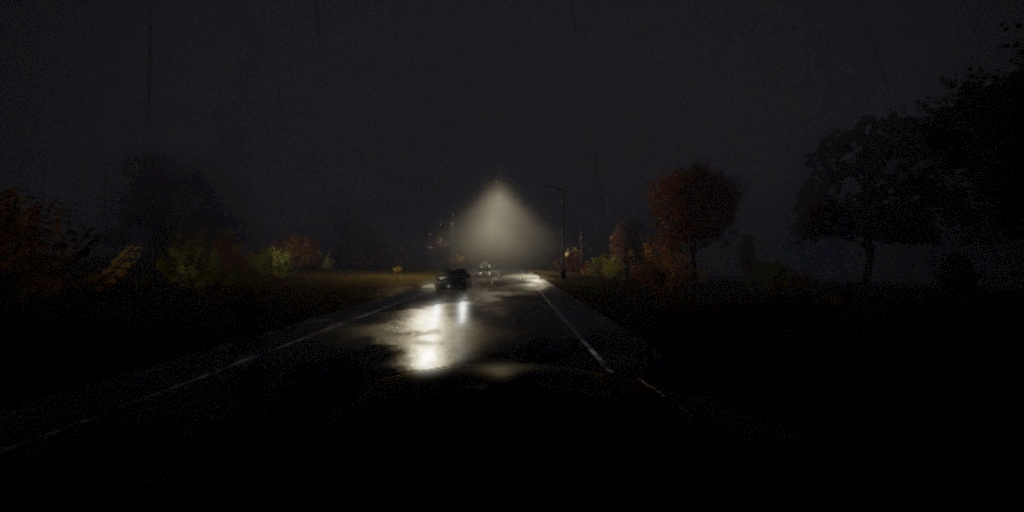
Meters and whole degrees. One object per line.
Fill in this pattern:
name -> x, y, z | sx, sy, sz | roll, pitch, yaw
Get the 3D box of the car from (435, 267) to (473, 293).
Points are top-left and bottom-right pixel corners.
car -> -3.608, 1.492, 22.836 | 1.837, 1.490, 4.892 | 0, -1, 0

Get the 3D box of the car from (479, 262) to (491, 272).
car -> -4.831, 1.830, 63.876 | 2.097, 1.767, 4.553 | 0, -1, -6
